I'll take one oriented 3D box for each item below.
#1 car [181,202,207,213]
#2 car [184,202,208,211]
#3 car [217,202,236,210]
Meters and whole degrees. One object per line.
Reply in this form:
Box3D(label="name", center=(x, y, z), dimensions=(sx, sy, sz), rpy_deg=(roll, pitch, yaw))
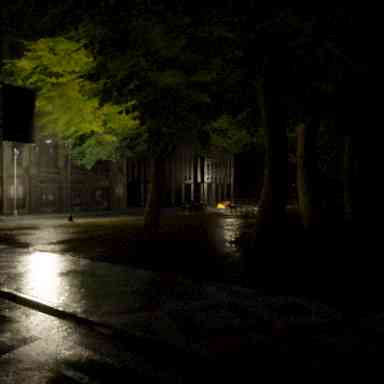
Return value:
Box3D(label="car", center=(0.242, 2.463, 52.614), dimensions=(2.128, 1.511, 4.902), rpy_deg=(0, -1, 35))
Box3D(label="car", center=(0.785, 2.522, 58.844), dimensions=(1.882, 1.535, 5.008), rpy_deg=(0, -1, 34))
Box3D(label="car", center=(6.527, 2.579, 61.987), dimensions=(1.882, 1.535, 5.008), rpy_deg=(0, -1, 34))
